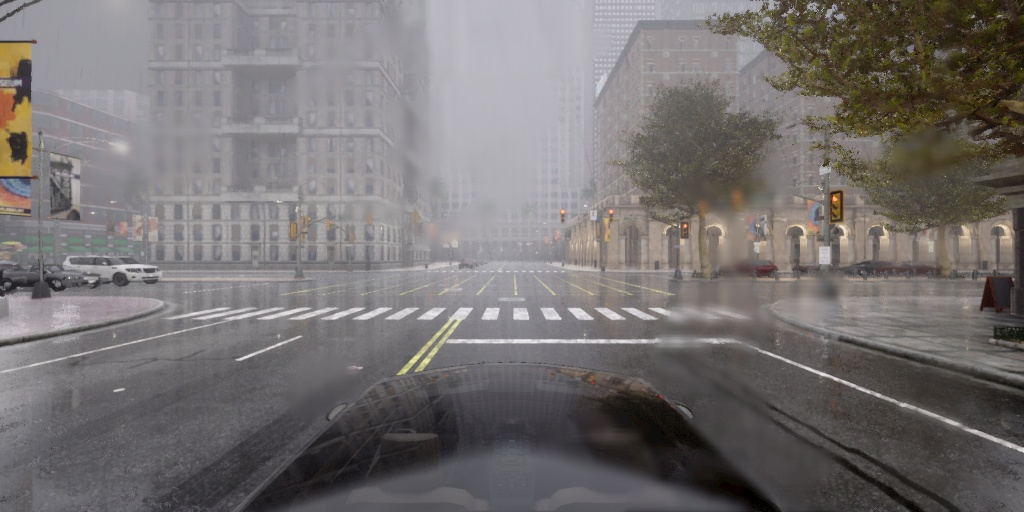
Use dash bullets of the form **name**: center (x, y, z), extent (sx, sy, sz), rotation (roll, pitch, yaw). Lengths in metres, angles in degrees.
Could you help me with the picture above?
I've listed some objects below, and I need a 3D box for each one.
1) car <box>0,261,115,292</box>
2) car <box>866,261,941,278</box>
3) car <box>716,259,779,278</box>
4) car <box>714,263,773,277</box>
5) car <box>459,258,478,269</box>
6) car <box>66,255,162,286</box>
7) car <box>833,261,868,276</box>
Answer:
- **car**: center (-27.066, 1.243, 21.030), extent (4.902, 1.511, 2.128), rotation (0, 0, 0)
- **car**: center (35.513, 1.352, 32.415), extent (4.718, 1.301, 1.895), rotation (0, 0, 0)
- **car**: center (21.385, 1.104, 32.485), extent (4.553, 1.767, 2.097), rotation (0, 0, 0)
- **car**: center (23.146, 1.353, 35.977), extent (4.718, 1.301, 1.895), rotation (0, 0, 0)
- **car**: center (-7.119, 1.105, 56.615), extent (2.097, 1.767, 4.553), rotation (0, 0, 0)
- **car**: center (-27.387, 0.973, 24.547), extent (5.566, 2.045, 2.150), rotation (0, 0, 2)
- **car**: center (35.724, 1.257, 35.915), extent (4.892, 1.490, 1.837), rotation (0, 0, 0)
